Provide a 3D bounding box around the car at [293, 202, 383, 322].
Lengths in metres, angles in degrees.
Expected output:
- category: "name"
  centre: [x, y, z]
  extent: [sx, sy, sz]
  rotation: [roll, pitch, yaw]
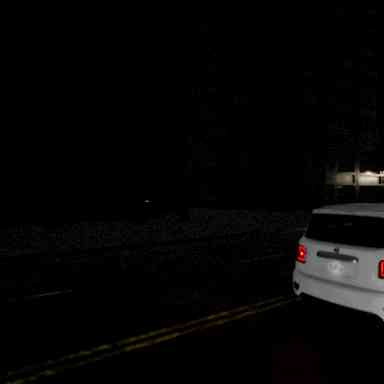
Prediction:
- category: "car"
  centre: [4.394, 1.217, 6.602]
  extent: [5.566, 2.045, 2.150]
  rotation: [0, 0, -35]
